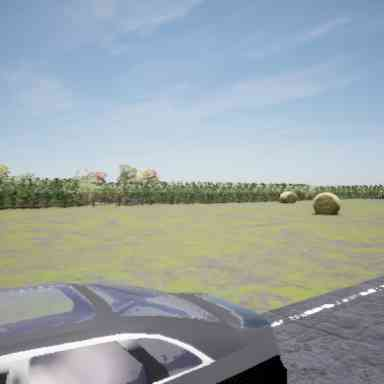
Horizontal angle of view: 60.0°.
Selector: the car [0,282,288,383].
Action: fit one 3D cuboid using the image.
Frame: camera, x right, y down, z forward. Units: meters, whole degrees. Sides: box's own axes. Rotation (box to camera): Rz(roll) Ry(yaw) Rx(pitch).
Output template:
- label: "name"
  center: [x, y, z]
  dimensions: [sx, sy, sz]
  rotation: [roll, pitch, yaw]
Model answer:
- label: "car"
  center: [-1.484, 1.492, 2.014]
  dimensions: [4.902, 1.511, 2.128]
  rotation: [0, 0, -36]
